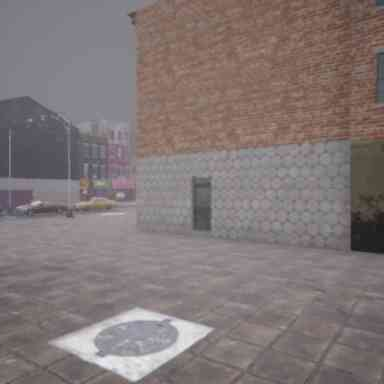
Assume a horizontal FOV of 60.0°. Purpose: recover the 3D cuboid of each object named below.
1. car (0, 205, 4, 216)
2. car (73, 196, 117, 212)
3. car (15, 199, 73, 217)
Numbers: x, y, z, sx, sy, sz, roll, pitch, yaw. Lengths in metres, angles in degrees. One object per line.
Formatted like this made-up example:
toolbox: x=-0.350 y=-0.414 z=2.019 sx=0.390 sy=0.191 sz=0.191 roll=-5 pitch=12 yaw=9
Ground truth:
car: x=-15.916 y=1.379 z=23.728 sx=2.008 sy=1.369 sz=4.403 roll=2 pitch=2 yaw=36
car: x=-9.589 y=1.120 z=32.594 sx=1.752 sy=1.417 sz=4.829 roll=2 pitch=2 yaw=36
car: x=-12.704 y=1.292 z=28.231 sx=1.802 sy=1.307 sz=4.206 roll=2 pitch=2 yaw=36
